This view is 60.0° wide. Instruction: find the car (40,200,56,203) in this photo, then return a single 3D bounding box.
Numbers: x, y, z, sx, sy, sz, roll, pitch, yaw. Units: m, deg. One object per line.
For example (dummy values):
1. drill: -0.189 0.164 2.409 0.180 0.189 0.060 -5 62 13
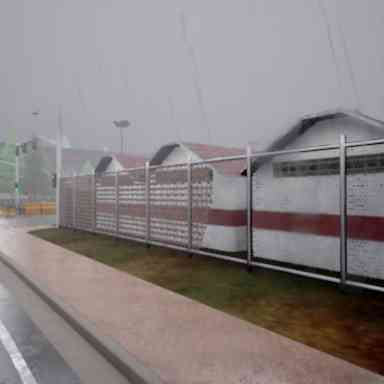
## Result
1. car: -18.063 1.782 41.625 4.892 1.490 1.837 0 0 -40
